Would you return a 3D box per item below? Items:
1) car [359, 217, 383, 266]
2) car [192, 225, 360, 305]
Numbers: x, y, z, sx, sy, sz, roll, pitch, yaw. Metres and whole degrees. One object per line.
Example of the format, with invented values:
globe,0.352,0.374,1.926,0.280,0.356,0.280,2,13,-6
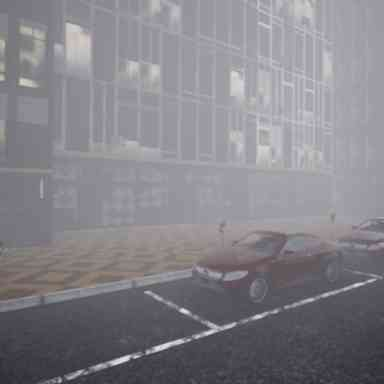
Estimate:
car,6.485,1.526,11.178,4.206,1.307,1.802,0,1,-36
car,1.969,1.553,7.955,4.206,1.307,1.802,0,1,-36
